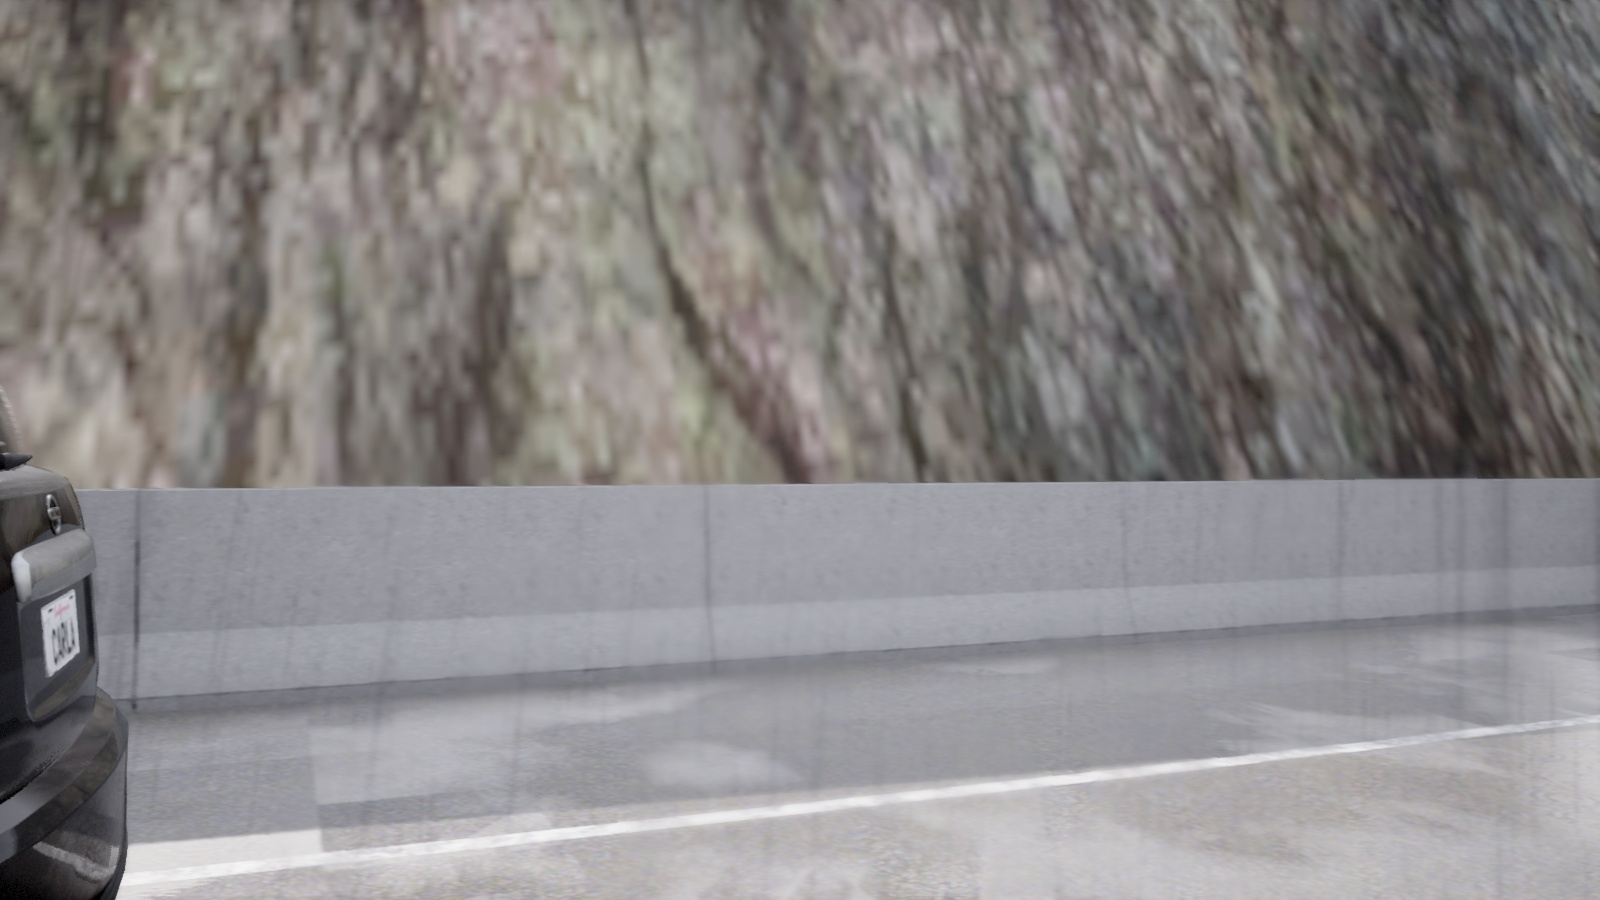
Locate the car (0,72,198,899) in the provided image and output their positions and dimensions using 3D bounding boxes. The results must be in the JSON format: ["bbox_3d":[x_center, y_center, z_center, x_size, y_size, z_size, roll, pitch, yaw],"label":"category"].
[{"bbox_3d":[-4.030,0.540,1.721,5.566,2.045,2.150,-1,1,-20],"label":"car"}]
